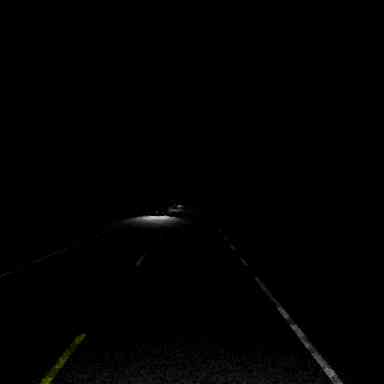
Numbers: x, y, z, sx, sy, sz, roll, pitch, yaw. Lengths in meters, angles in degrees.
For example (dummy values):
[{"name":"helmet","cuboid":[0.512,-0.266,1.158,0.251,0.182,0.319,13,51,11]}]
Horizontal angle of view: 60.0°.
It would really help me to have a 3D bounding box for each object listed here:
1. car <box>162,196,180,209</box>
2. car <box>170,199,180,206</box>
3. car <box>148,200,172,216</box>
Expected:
[{"name":"car","cuboid":[-3.627,1.734,55.236,2.150,2.045,5.566,0,-1,0]},{"name":"car","cuboid":[-3.594,2.168,70.637,1.812,1.442,4.674,0,0,0]},{"name":"car","cuboid":[-3.641,1.895,36.370,1.994,1.385,4.181,0,-1,0]}]
